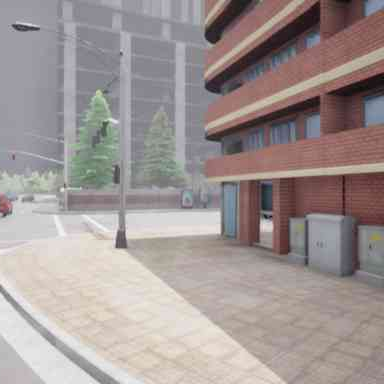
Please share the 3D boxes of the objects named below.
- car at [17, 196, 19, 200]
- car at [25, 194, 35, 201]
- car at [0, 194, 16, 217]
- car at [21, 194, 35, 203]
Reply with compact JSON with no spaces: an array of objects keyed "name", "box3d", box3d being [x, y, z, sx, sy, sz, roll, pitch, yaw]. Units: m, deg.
[{"name":"car","box3d":[-41.895,1.302,77.942,2.033,1.411,5.357,0,0,-23]},{"name":"car","box3d":[-38.670,1.288,79.301,1.812,1.442,4.674,0,0,-23]},{"name":"car","box3d":[-18.304,1.239,31.258,2.150,2.045,5.566,0,0,-23]},{"name":"car","box3d":[-34.801,1.455,70.124,1.812,1.442,4.674,0,0,-23]}]
